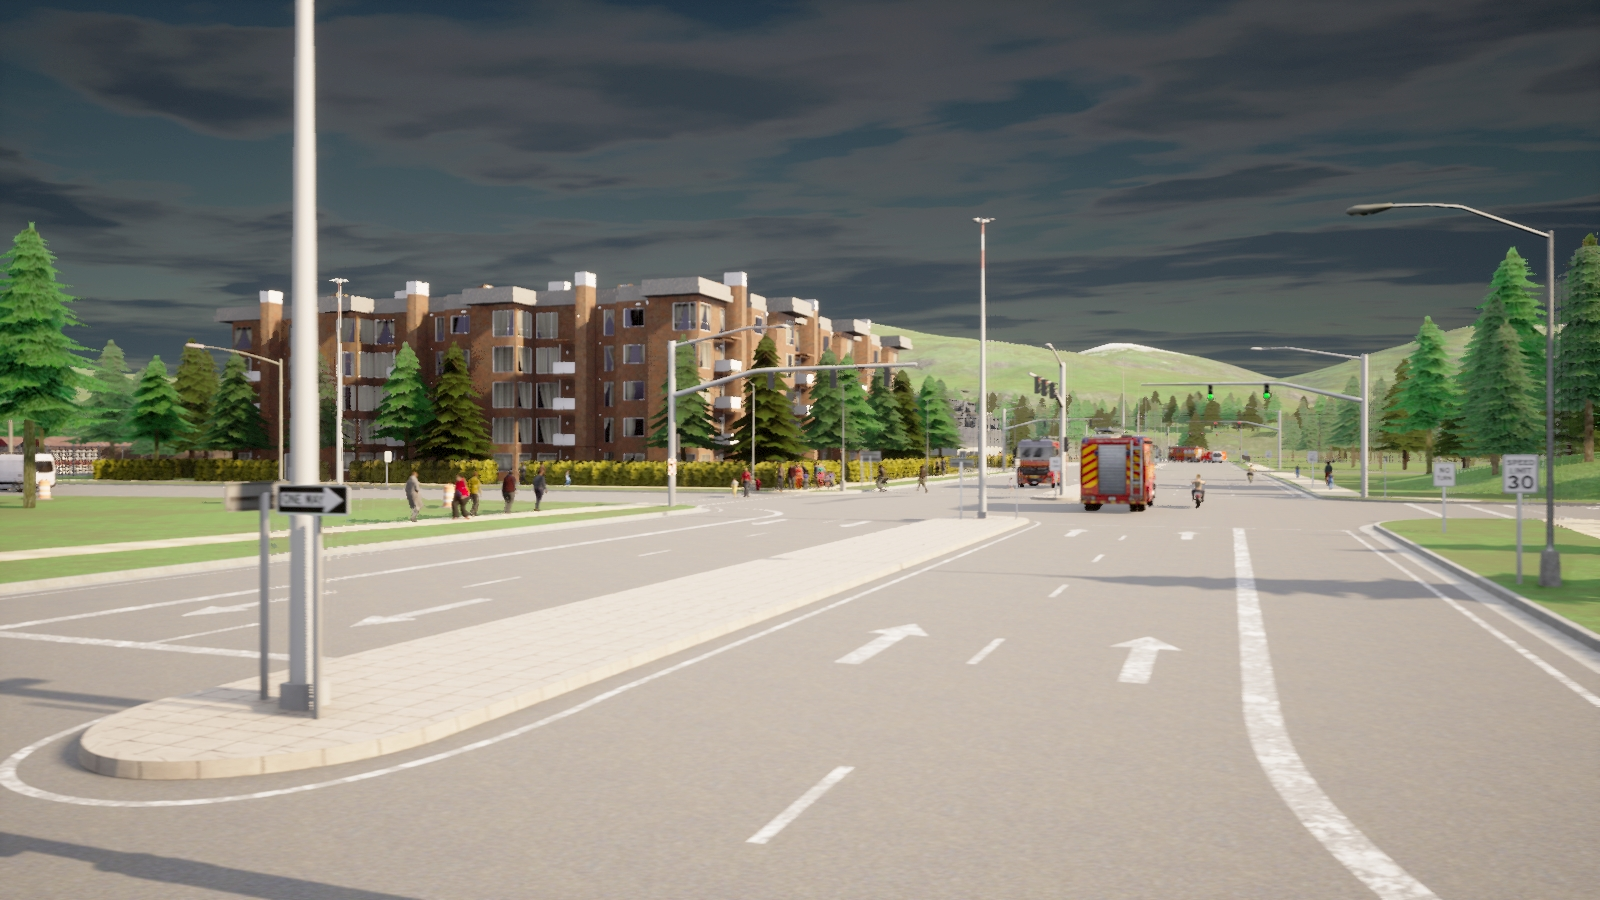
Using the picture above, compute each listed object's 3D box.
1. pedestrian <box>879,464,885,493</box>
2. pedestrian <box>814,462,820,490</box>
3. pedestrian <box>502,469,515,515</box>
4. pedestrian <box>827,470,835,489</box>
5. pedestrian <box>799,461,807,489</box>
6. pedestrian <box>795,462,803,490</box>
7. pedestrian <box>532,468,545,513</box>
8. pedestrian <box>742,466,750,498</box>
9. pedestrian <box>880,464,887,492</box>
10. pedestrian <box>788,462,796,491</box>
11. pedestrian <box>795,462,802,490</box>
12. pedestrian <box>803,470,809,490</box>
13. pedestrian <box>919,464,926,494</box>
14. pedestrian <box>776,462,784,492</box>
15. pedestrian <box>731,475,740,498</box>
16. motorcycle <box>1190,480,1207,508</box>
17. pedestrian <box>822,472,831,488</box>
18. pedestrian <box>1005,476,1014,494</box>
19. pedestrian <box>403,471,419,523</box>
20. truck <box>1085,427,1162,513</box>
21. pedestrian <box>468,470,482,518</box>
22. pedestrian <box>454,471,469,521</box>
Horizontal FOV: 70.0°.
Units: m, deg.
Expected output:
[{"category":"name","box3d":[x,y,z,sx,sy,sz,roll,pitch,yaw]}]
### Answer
[{"category":"pedestrian","box3d":[5.390,1.855,74.984,0.375,1.860,0.375,0,0,7]},{"category":"pedestrian","box3d":[1.106,1.704,75.878,0.375,1.860,0.375,0,0,2]},{"category":"pedestrian","box3d":[-11.799,1.705,46.206,0.375,1.860,0.375,0,0,23]},{"category":"pedestrian","box3d":[2.109,1.976,77.261,0.375,1.300,0.375,0,0,34]},{"category":"pedestrian","box3d":[0.218,1.704,76.676,0.375,1.860,0.375,0,0,29]},{"category":"pedestrian","box3d":[-0.058,1.704,75.442,0.375,1.860,0.375,0,0,20]},{"category":"pedestrian","box3d":[-11.041,1.705,48.204,0.375,1.860,0.375,0,0,25]},{"category":"pedestrian","box3d":[-3.133,1.857,66.474,0.375,1.860,0.375,0,0,16]},{"category":"pedestrian","box3d":[5.508,1.855,75.632,0.375,1.860,0.375,0,0,18]},{"category":"pedestrian","box3d":[-0.522,1.703,74.101,0.375,1.860,0.375,0,0,20]},{"category":"pedestrian","box3d":[-0.104,1.704,76.075,0.375,1.860,0.375,0,0,16]},{"category":"pedestrian","box3d":[0.384,1.986,74.959,0.375,1.300,0.375,0,0,1]},{"category":"pedestrian","box3d":[7.868,1.854,73.284,0.375,1.860,0.375,0,0,21]},{"category":"pedestrian","box3d":[-1.243,1.704,72.304,0.375,1.860,0.375,0,0,23]},{"category":"pedestrian","box3d":[-3.746,2.137,66.383,0.375,1.300,0.375,0,0,24]},{"category":"motorcycle","box3d":[19.639,2.154,56.294,0.764,1.307,2.356,0,0,21]},{"category":"pedestrian","box3d":[1.832,2.085,79.048,0.500,1.100,0.500,0,0,21]},{"category":"pedestrian","box3d":[13.288,2.232,72.498,0.500,1.100,0.500,0,0,14]},{"category":"pedestrian","box3d":[-14.107,1.705,41.437,0.375,1.860,0.375,0,0,30]},{"category":"truck","box3d":[15.759,0.891,55.219,2.891,3.827,8.468,0,0,21]},{"category":"pedestrian","box3d":[-12.712,1.705,44.633,0.375,1.860,0.375,0,0,24]},{"category":"pedestrian","box3d":[-12.714,1.705,42.879,0.375,1.860,0.375,0,0,31]}]
